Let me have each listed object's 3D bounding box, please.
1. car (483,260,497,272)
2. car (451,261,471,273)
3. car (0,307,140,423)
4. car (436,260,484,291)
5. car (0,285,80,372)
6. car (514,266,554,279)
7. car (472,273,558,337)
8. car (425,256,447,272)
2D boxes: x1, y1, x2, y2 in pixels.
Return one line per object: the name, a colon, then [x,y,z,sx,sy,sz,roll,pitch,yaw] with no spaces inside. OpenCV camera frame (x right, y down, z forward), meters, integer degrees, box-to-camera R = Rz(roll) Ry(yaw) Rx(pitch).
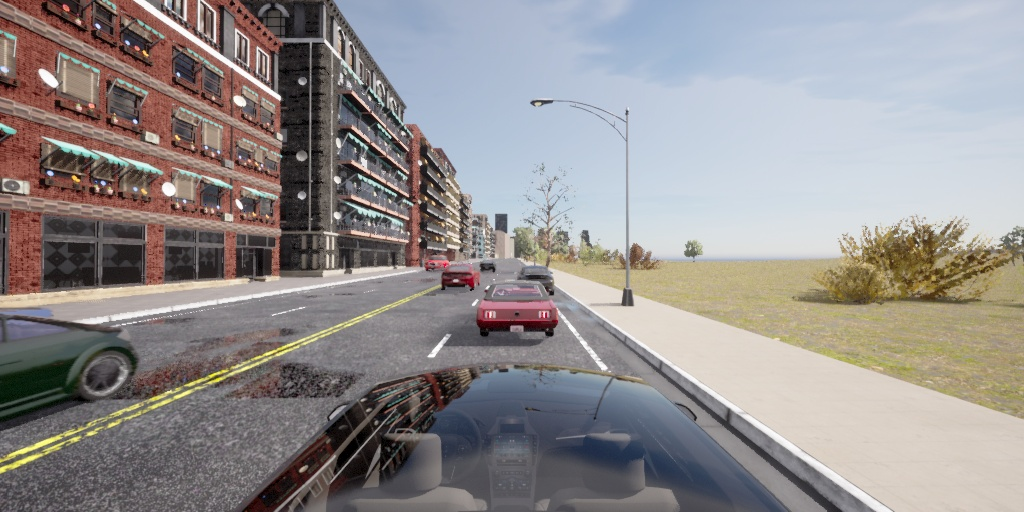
car: [-2.986,1.229,45.040,1.882,1.535,5.008,0,-1,0]
car: [-6.435,1.352,45.650,1.895,1.301,4.718,0,0,0]
car: [-6.594,1.314,3.599,1.994,1.385,4.181,0,0,0]
car: [-3.073,1.230,22.186,1.882,1.535,5.008,0,0,0]
car: [-9.838,1.298,4.643,2.033,1.411,5.357,0,0,0]
car: [1.203,1.257,19.491,1.837,1.490,4.892,0,0,0]
car: [0.131,1.352,10.290,1.895,1.301,4.718,0,0,0]
car: [-9.681,0.972,46.509,2.150,2.045,5.566,0,0,0]
